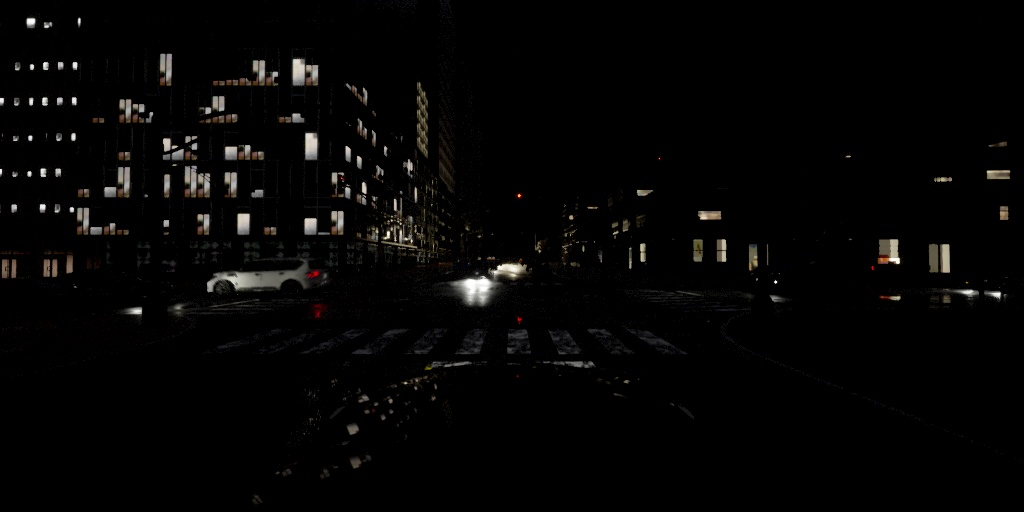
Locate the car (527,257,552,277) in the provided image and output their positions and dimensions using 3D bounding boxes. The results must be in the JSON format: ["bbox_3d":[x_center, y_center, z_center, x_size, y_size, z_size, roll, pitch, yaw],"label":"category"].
[{"bbox_3d":[2.774,1.194,34.995,1.967,1.591,4.097,0,0,0],"label":"car"}]

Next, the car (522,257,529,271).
[{"bbox_3d":[2.802,1.070,46.343,2.192,1.841,5.009,0,0,0],"label":"car"}]

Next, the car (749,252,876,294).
[{"bbox_3d":[15.505,0.842,18.643,5.566,2.045,2.150,-1,-1,-1],"label":"car"}]

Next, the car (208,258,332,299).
[{"bbox_3d":[-12.418,1.110,18.673,5.566,2.045,2.150,0,0,-1],"label":"car"}]

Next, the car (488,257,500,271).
[{"bbox_3d":[-2.976,1.281,49.137,1.812,1.442,4.674,0,0,0],"label":"car"}]

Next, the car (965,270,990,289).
[{"bbox_3d":[26.341,1.081,18.475,4.181,1.385,1.994,-1,-1,1],"label":"car"}]

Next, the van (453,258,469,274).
[{"bbox_3d":[-5.593,1.096,40.652,1.690,1.789,3.998,0,0,0],"label":"van"}]

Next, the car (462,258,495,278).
[{"bbox_3d":[-3.020,1.246,33.451,2.128,1.511,4.902,0,0,0],"label":"car"}]

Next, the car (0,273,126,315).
[{"bbox_3d":[-17.391,1.413,13.206,4.207,1.307,1.802,0,0,1],"label":"car"}]

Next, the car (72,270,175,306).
[{"bbox_3d":[-17.858,1.359,15.819,5.008,1.535,1.882,-1,-1,1],"label":"car"}]

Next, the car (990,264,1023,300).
[{"bbox_3d":[20.717,0.994,12.746,4.829,1.417,1.751,0,0,1],"label":"car"}]
